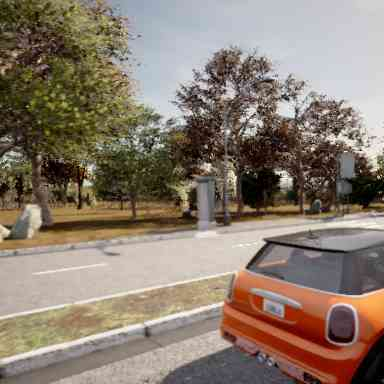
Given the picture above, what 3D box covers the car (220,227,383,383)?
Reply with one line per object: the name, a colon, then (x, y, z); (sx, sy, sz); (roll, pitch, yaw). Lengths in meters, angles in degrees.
car: (2.663, 1.328, 5.028); (4.553, 1.767, 2.097); (0, 0, -35)
